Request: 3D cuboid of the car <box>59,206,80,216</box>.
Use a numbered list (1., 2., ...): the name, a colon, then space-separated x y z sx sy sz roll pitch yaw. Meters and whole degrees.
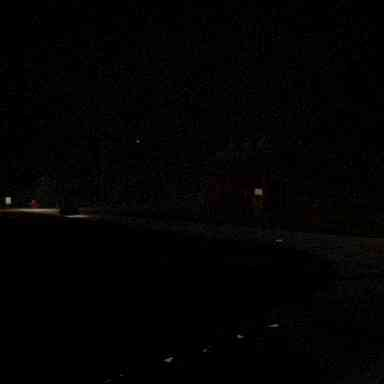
1. car: -18.504 2.782 50.040 2.033 1.411 5.357 1 -2 -36
